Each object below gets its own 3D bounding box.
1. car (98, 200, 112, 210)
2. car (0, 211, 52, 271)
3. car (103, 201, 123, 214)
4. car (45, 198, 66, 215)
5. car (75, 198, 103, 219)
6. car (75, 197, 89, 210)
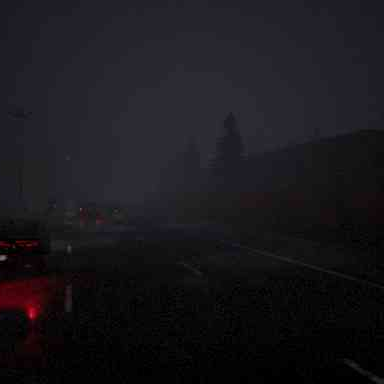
[{"bbox_3d":[-14.447,2.165,55.137,1.882,1.535,5.008,0,-1,-18],"label":"car"},{"bbox_3d":[-5.936,1.651,11.263,1.882,1.535,5.008,0,-1,-20],"label":"car"},{"bbox_3d":[-10.056,2.025,42.763,1.837,1.490,4.892,0,0,-20],"label":"car"},{"bbox_3d":[-17.281,1.818,42.126,2.150,2.045,5.566,0,0,-20],"label":"car"},{"bbox_3d":[-10.958,1.809,35.070,2.097,1.767,4.553,0,0,-20],"label":"car"},{"bbox_3d":[-18.496,1.965,56.230,2.150,2.045,5.566,0,-1,-17],"label":"car"}]
